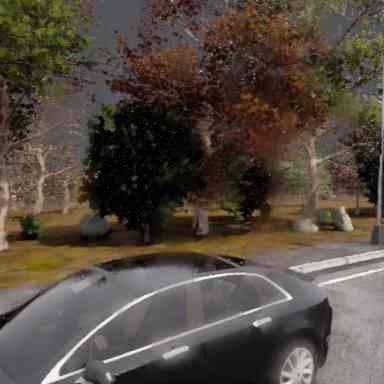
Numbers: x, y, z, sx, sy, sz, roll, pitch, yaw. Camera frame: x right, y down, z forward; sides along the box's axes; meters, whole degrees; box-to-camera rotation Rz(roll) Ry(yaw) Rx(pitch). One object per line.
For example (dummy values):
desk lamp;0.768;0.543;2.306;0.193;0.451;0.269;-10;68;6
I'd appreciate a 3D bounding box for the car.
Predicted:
car;-0.562;1.484;3.408;4.892;1.490;1.837;-1;1;-34
